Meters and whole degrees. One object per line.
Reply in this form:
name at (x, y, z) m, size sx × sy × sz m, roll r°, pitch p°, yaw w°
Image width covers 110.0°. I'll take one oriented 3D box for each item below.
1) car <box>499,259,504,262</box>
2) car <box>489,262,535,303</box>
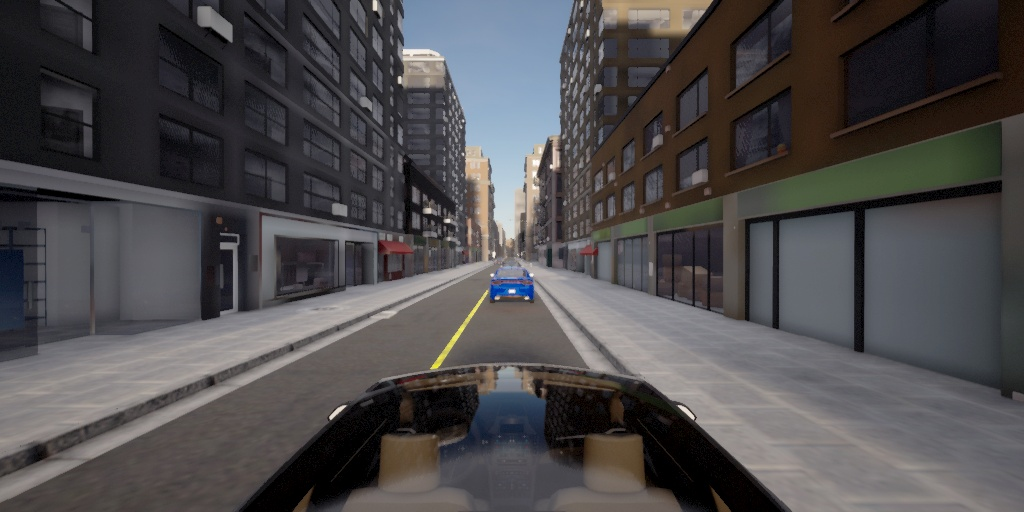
car at (0.001, 1.244, 31.500) m, size 1.837 × 1.490 × 4.892 m, roll 0°, pitch 0°, yaw 0°
car at (0.000, 1.228, 16.500) m, size 1.882 × 1.535 × 5.008 m, roll 0°, pitch 0°, yaw 0°
